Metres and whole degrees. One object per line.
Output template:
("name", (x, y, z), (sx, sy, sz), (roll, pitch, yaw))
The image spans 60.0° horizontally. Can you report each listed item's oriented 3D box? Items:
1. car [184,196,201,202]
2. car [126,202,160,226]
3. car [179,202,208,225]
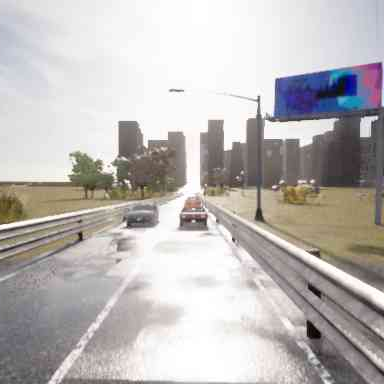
("car", (0.096, 1.337, 42.029), (2.097, 1.767, 4.553), (0, 0, 0))
("car", (-3.302, 1.498, 23.066), (1.837, 1.490, 4.892), (0, 0, 1))
("car", (0.098, 1.592, 23.646), (1.895, 1.301, 4.718), (0, 0, 0))
